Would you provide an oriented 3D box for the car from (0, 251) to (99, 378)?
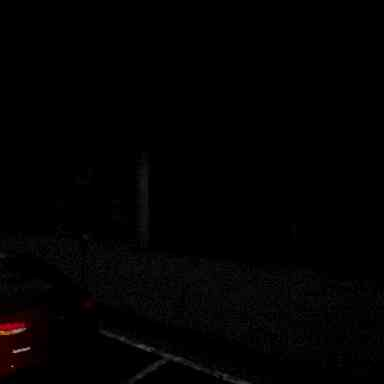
[{"bbox_3d":[-3.185,1.588,5.082,4.206,1.307,1.802,0,0,36],"label":"car"}]
